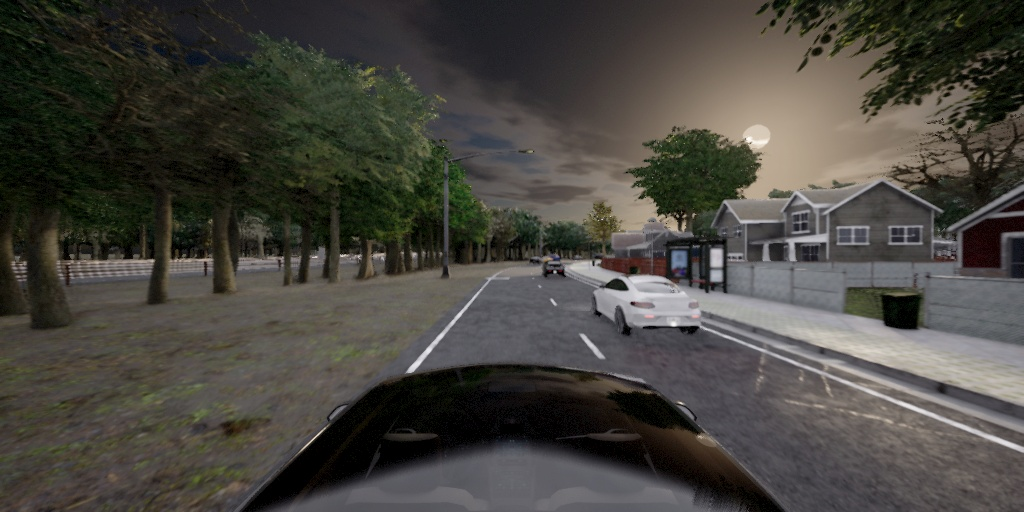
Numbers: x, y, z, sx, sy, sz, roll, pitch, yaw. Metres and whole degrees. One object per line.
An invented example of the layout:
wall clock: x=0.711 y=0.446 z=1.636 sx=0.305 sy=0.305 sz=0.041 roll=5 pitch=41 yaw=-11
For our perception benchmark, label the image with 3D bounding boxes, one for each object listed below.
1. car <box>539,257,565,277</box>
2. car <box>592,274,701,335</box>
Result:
car: x=3.759 y=1.110 z=32.840 sx=1.837 sy=1.490 sz=4.892 roll=0 pitch=0 yaw=2
car: x=3.597 y=1.248 z=10.287 sx=1.812 sy=1.442 sz=4.674 roll=0 pitch=0 yaw=0
